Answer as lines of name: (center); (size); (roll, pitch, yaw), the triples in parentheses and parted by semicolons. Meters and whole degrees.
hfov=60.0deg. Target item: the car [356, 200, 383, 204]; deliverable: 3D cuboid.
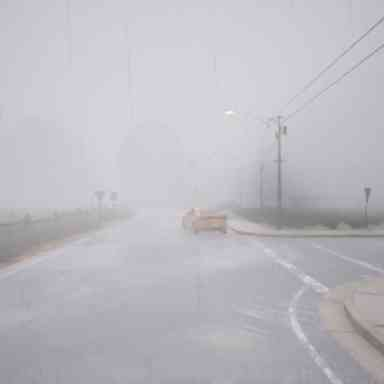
car: (29.089, 1.997, 53.622); (5.008, 1.535, 1.882); (0, -3, 35)

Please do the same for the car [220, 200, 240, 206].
car: (5.945, 1.998, 52.633); (1.812, 1.442, 4.674); (0, -1, 34)

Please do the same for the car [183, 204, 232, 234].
car: (0.704, 1.687, 20.877); (1.882, 1.535, 5.008); (-1, 0, -13)
